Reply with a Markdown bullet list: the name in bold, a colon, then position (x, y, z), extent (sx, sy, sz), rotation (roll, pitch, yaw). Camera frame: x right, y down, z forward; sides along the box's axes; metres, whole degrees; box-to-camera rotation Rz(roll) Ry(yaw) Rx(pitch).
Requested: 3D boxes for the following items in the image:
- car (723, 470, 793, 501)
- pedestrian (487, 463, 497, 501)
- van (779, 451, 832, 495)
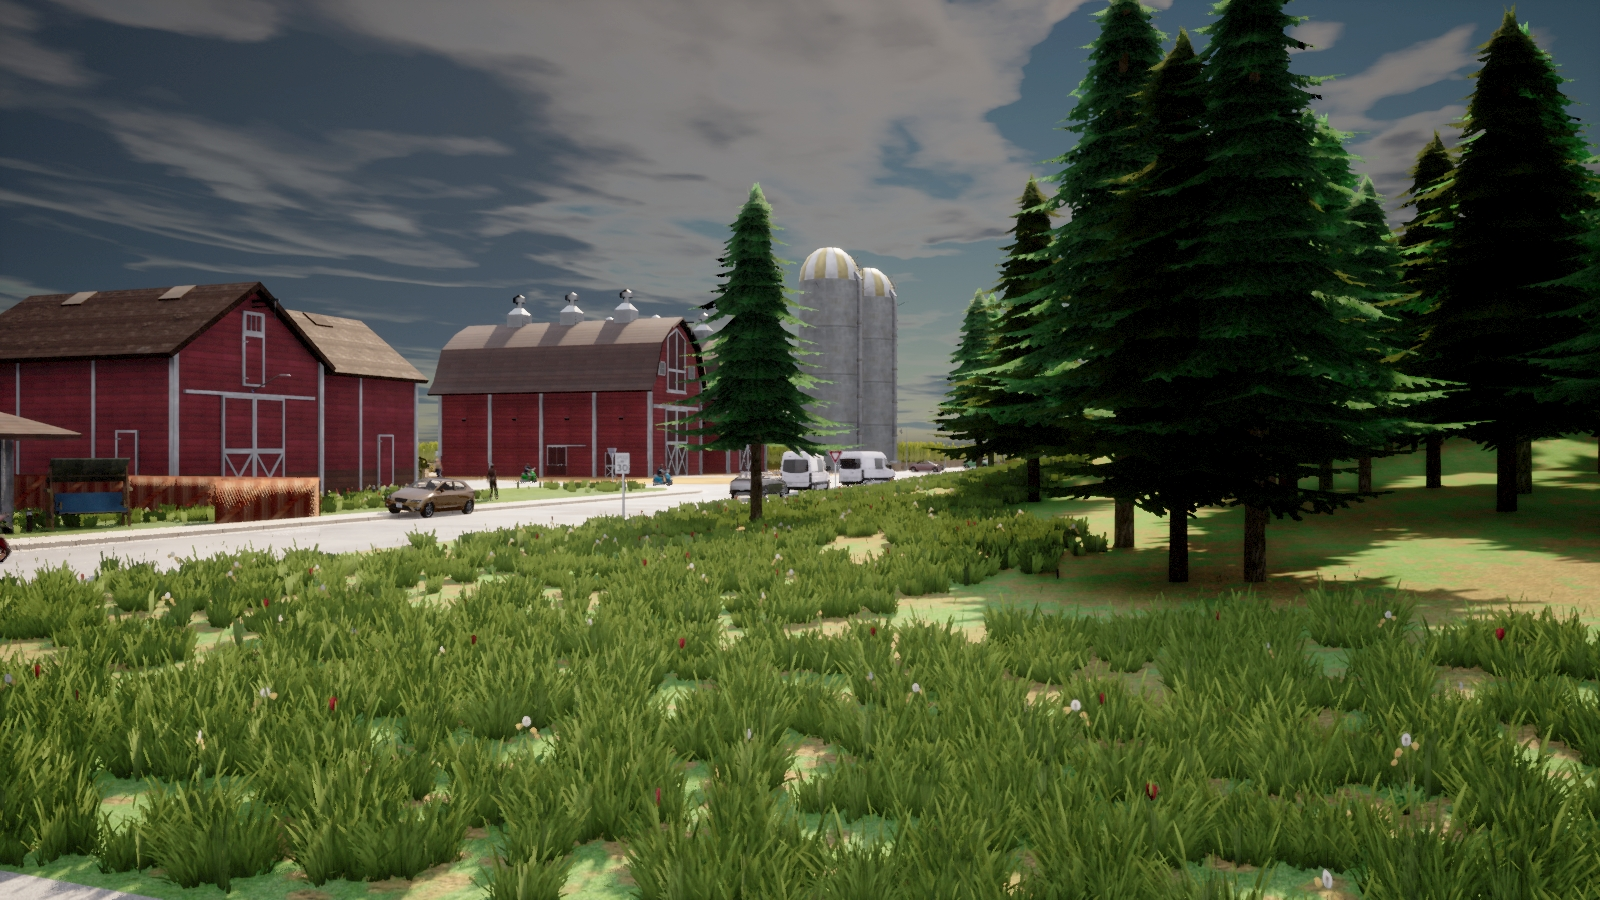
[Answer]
- **car**: position (-2.222, 1.907, 62.233), extent (2.128, 1.511, 4.902), rotation (0, 0, 20)
- **pedestrian**: position (-14.985, 1.550, 55.535), extent (0.375, 1.860, 0.375), rotation (0, 0, 5)
- **van**: position (0.403, 1.382, 70.549), extent (1.988, 2.561, 5.915), rotation (0, 0, 14)
